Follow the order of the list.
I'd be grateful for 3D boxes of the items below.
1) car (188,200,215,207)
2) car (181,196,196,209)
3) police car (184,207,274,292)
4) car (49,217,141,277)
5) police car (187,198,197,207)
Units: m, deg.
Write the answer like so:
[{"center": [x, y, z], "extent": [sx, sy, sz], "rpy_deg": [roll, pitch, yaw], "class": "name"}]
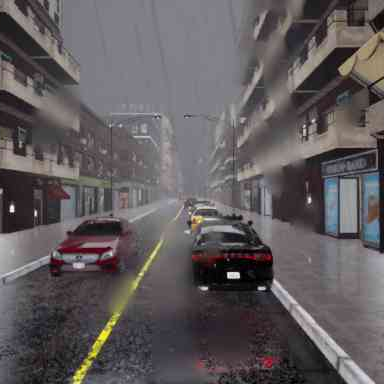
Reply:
[{"center": [0.798, 1.494, 19.207], "extent": [1.801, 1.575, 5.366], "rpy_deg": [0, 0, 0], "class": "car"}, {"center": [-0.043, 1.504, 47.585], "extent": [2.097, 1.767, 4.553], "rpy_deg": [0, 0, 0], "class": "car"}, {"center": [0.813, 1.437, 9.125], "extent": [1.930, 1.638, 5.238], "rpy_deg": [0, 0, 0], "class": "police car"}, {"center": [-2.763, 1.539, 10.438], "extent": [1.812, 1.442, 4.674], "rpy_deg": [0, 0, 0], "class": "car"}, {"center": [0.789, 1.485, 25.127], "extent": [1.930, 1.638, 5.238], "rpy_deg": [0, 0, 0], "class": "police car"}]
